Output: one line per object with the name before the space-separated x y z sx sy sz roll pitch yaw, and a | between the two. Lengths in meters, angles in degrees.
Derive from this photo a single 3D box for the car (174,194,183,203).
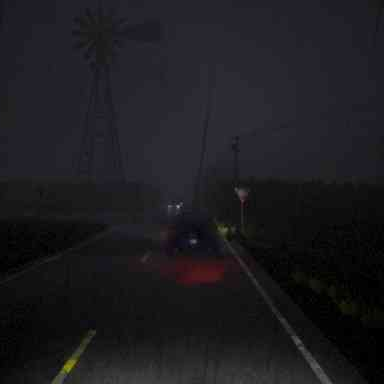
car | -3.229 1.463 76.393 2.150 2.045 5.566 0 0 0

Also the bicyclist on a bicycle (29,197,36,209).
bicyclist on a bicycle | -20.689 1.461 43.159 0.582 1.620 1.656 0 0 24

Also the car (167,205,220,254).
car | 0.060 1.522 13.667 1.882 1.535 5.008 0 0 0

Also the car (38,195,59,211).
car | -17.237 1.346 39.887 1.905 1.878 3.866 0 0 -31

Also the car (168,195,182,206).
car | -3.255 1.722 61.102 1.812 1.442 4.674 0 0 0
